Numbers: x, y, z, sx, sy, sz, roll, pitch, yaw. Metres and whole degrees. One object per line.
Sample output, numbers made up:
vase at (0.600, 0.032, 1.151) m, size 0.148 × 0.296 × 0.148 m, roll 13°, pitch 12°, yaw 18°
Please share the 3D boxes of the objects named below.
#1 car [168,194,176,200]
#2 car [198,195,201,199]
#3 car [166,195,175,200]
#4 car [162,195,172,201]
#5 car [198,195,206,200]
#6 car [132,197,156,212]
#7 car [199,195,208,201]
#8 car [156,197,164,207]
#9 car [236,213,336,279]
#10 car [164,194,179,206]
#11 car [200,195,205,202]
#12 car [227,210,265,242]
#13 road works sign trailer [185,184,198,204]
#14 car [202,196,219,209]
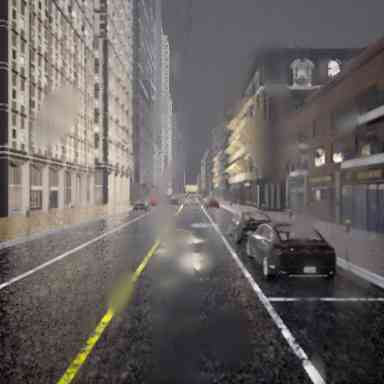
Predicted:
car at (-5.725, 1.334, 94.494) m, size 1.967 × 1.590 × 4.097 m, roll 0°, pitch 0°, yaw 0°
car at (2.664, 1.433, 72.072) m, size 1.752 × 1.417 × 4.829 m, roll 0°, pitch 0°, yaw 0°
car at (-5.723, 1.447, 88.844) m, size 2.008 × 1.369 × 4.403 m, roll 0°, pitch 0°, yaw 0°
car at (-5.719, 1.469, 77.547) m, size 1.947 × 1.339 × 4.313 m, roll 0°, pitch 0°, yaw 0°
car at (2.658, 1.447, 88.848) m, size 2.008 × 1.369 × 4.403 m, roll 0°, pitch 0°, yaw 0°
car at (-5.704, 1.494, 38.007) m, size 2.008 × 1.369 × 4.403 m, roll 0°, pitch 0°, yaw 0°
car at (2.662, 1.469, 77.551) m, size 1.947 × 1.339 × 4.313 m, roll 0°, pitch 0°, yaw 0°
car at (-5.708, 1.474, 49.305) m, size 1.887 × 1.381 × 4.507 m, roll 0°, pitch 0°, yaw 0°
car at (2.686, 1.535, 9.768) m, size 2.008 × 1.369 × 4.403 m, roll 0°, pitch 0°, yaw 0°
car at (-3.087, 1.491, 51.649) m, size 1.994 × 1.385 × 4.181 m, roll 0°, pitch 0°, yaw 0°
car at (2.672, 1.370, 49.308) m, size 1.967 × 1.590 × 4.097 m, roll 0°, pitch 0°, yaw 0°
car at (2.685, 1.526, 15.416) m, size 2.008 × 1.369 × 4.403 m, roll 0°, pitch 0°, yaw 0°
road works sign trailer at (-0.024, 0.381, 61.962) m, size 2.380 × 3.560 × 2.880 m, roll 0°, pitch 0°, yaw 0°
car at (2.674, 1.518, 43.660) m, size 1.802 × 1.307 × 4.206 m, roll 0°, pitch 0°, yaw 0°
